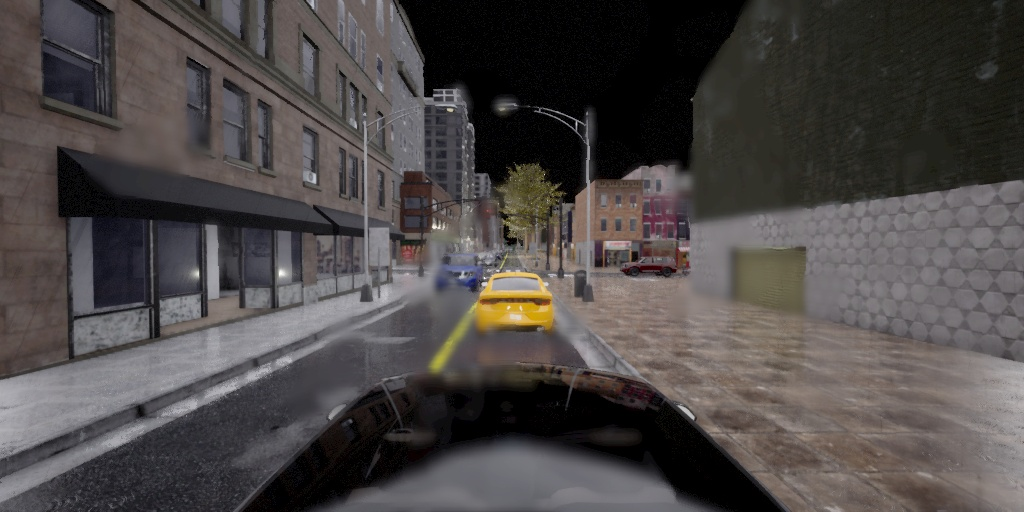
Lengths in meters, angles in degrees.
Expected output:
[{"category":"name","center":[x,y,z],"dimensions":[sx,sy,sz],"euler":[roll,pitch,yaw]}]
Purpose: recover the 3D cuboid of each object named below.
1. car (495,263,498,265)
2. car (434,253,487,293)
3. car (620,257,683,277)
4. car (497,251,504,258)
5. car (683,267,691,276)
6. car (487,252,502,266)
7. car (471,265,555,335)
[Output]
[{"category":"car","center":[0.071,1.250,19.909],"dimensions":[1.895,1.301,4.718],"euler":[0,1,0]},{"category":"car","center":[-2.843,0.867,20.214],"dimensions":[2.150,2.045,5.566],"euler":[0,1,0]},{"category":"car","center":[12.707,0.952,33.440],"dimensions":[5.009,1.841,2.192],"euler":[0,0,0]},{"category":"car","center":[-2.815,0.255,62.160],"dimensions":[1.895,1.301,4.718],"euler":[0,2,0]},{"category":"car","center":[18.109,1.296,33.449],"dimensions":[4.207,1.307,1.802],"euler":[0,0,0]},{"category":"car","center":[-2.833,0.613,46.024],"dimensions":[2.128,1.511,4.902],"euler":[0,2,1]},{"category":"car","center":[0.097,1.206,10.467],"dimensions":[1.882,1.535,5.008],"euler":[0,0,0]}]
